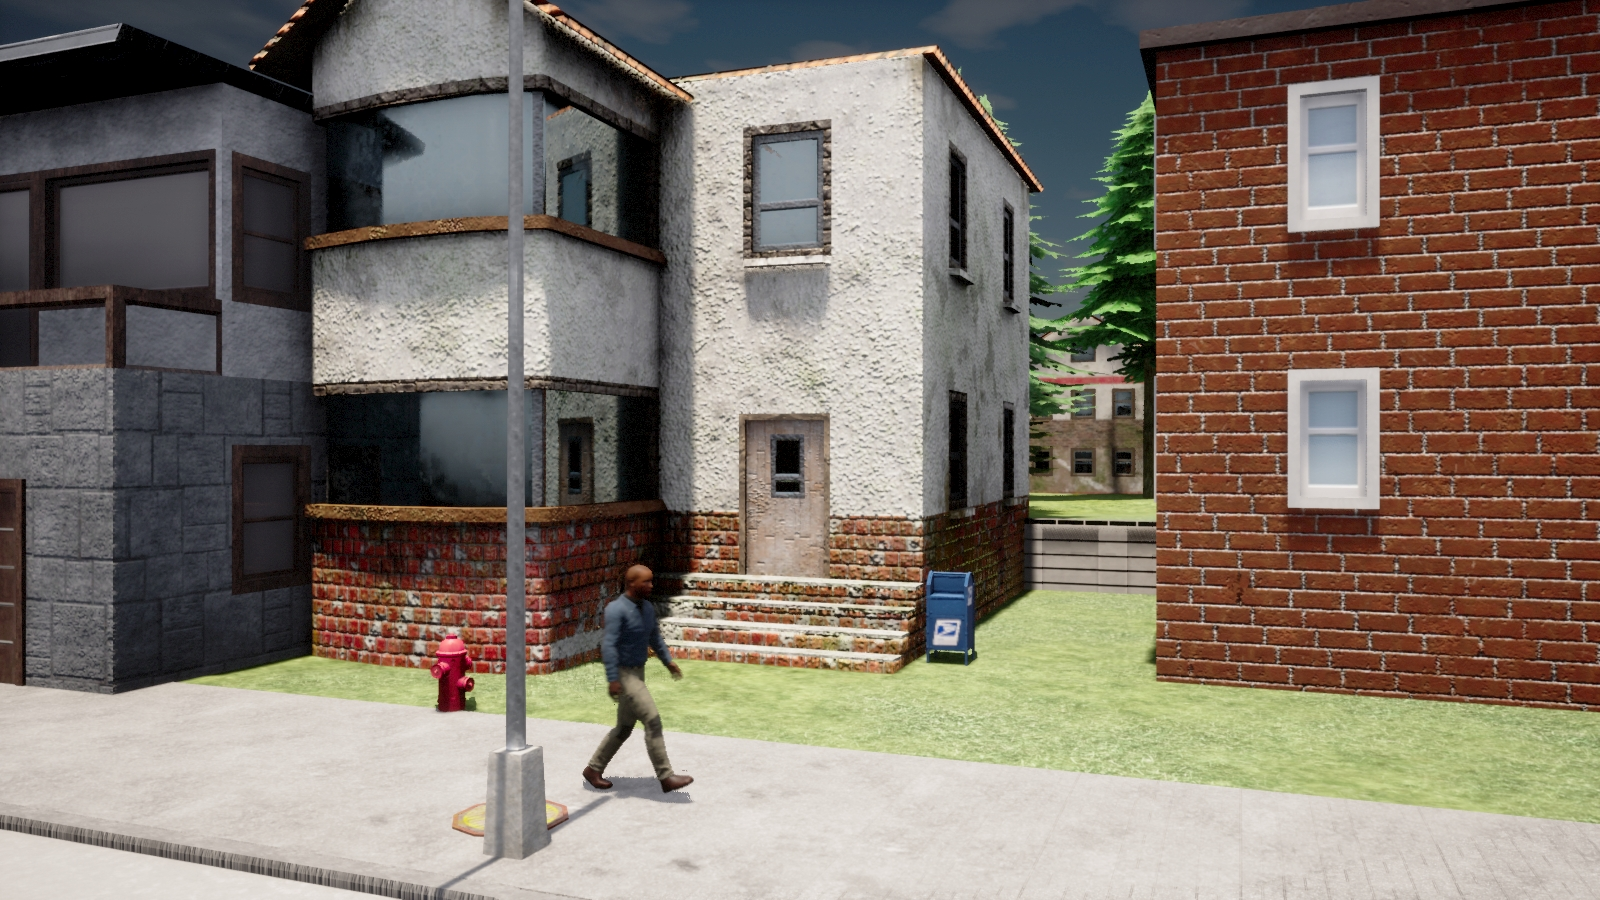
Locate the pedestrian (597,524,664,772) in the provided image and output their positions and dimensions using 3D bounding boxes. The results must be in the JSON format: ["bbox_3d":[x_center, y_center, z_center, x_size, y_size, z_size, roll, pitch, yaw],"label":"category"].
[{"bbox_3d":[-1.322,1.524,8.942,0.375,1.860,0.375,0,0,23],"label":"pedestrian"}]
